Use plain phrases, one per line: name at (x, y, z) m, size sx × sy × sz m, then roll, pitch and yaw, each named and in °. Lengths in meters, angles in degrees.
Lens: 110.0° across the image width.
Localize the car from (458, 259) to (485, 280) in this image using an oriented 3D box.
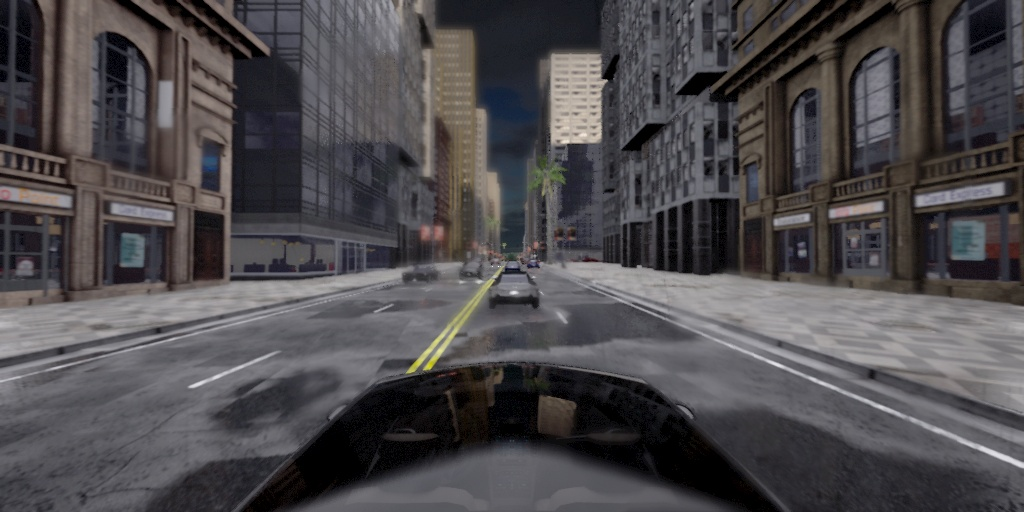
car at (-3.359, 1.228, 30.585) m, size 1.837 × 1.490 × 4.892 m, roll 0°, pitch 0°, yaw 0°

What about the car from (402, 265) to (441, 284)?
car at (-6.612, 1.329, 26.560) m, size 1.895 × 1.301 × 4.718 m, roll 0°, pitch 0°, yaw 0°

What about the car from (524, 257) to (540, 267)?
car at (3.319, 1.249, 57.294) m, size 1.812 × 1.442 × 4.674 m, roll 0°, pitch 0°, yaw 0°

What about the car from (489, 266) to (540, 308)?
car at (0.091, 1.310, 15.142) m, size 1.994 × 1.385 × 4.181 m, roll 0°, pitch 0°, yaw 0°

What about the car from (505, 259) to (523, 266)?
car at (0.074, 1.278, 45.598) m, size 1.994 × 1.385 × 4.181 m, roll 0°, pitch 0°, yaw 0°
